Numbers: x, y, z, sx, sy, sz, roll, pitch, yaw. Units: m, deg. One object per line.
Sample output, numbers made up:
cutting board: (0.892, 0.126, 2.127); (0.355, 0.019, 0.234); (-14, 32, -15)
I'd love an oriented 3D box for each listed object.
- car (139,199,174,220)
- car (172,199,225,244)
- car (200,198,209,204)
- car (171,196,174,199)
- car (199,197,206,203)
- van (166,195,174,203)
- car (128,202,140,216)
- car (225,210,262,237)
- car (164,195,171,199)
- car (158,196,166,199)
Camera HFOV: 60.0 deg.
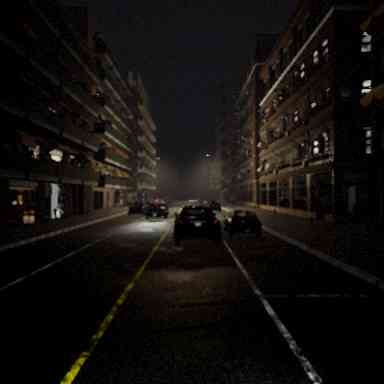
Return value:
car: (-3.086, 1.648, 30.010); (2.128, 1.511, 4.902); (0, 0, 0)
car: (0.183, 1.439, 16.546); (2.097, 1.767, 4.553); (0, 0, -2)
car: (2.719, 1.967, 74.717); (1.802, 1.307, 4.206); (0, 0, 0)
car: (-5.662, 1.909, 74.554); (1.752, 1.417, 4.829); (0, 0, 0)
car: (2.722, 1.969, 86.160); (1.752, 1.417, 4.829); (0, 0, 0)
van: (-5.657, 1.784, 85.998); (1.690, 1.788, 3.998); (0, 0, 0)
car: (-5.676, 1.734, 35.270); (2.008, 1.369, 4.403); (0, 0, 0)
car: (2.699, 1.647, 18.355); (2.008, 1.369, 4.403); (0, 0, 0)
car: (-5.665, 1.642, 63.454); (2.192, 1.841, 5.009); (0, 0, 0)
car: (-5.670, 1.814, 52.180); (1.887, 1.381, 4.507); (0, 0, 0)
